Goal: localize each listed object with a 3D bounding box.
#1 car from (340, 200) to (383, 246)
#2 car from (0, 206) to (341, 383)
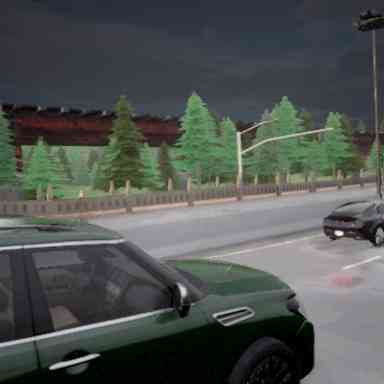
[{"bbox_3d":[7.185,1.067,13.239,4.892,1.490,1.837,-4,3,-36],"label":"car"},{"bbox_3d":[-1.370,1.218,2.784,5.566,2.045,2.150,-1,0,-35],"label":"car"}]
